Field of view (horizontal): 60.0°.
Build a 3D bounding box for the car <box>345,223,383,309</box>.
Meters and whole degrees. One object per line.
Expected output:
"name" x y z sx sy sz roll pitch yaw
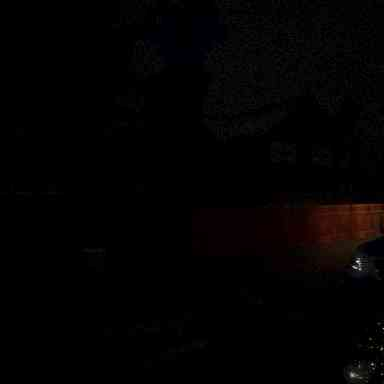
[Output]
"car" 5.472 1.244 6.753 5.566 2.045 2.150 0 0 -34
